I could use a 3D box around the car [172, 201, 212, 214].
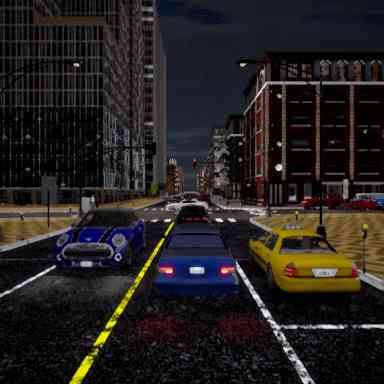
[{"bbox_3d":[0.081,1.503,18.622,1.837,1.490,4.892,0,0,0],"label":"car"}]

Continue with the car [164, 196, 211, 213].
[{"bbox_3d":[-0.594,1.509,36.301,4.674,1.442,1.812,-1,0,-1],"label":"car"}]

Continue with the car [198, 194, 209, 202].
[{"bbox_3d":[2.553,1.312,74.565,2.192,1.841,5.009,0,0,0],"label":"car"}]

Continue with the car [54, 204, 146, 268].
[{"bbox_3d":[-2.838,1.350,11.217,2.097,1.767,4.553,0,0,0],"label":"car"}]

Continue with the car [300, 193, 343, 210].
[{"bbox_3d":[15.308,1.090,38.925,5.009,1.841,2.192,-1,1,-1],"label":"car"}]

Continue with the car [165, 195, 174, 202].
[{"bbox_3d":[-5.328,1.542,80.157,1.887,1.381,4.507,0,0,0],"label":"car"}]

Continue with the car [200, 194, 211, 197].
[{"bbox_3d":[2.555,1.311,63.379,2.192,1.841,5.009,0,0,0],"label":"car"}]

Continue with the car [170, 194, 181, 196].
[{"bbox_3d":[-2.851,1.488,51.221,2.128,1.511,4.902,0,0,0],"label":"car"}]

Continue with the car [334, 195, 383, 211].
[{"bbox_3d":[18.421,1.306,36.505,4.181,1.385,1.994,-1,0,-1],"label":"car"}]

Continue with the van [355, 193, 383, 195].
[{"bbox_3d":[20.964,1.046,38.986,3.998,1.788,1.690,-1,1,-1],"label":"van"}]

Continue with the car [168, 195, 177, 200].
[{"bbox_3d":[-5.329,1.548,91.343,2.008,1.369,4.403,0,0,0],"label":"car"}]

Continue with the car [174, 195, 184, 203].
[{"bbox_3d":[-2.760,1.474,71.334,1.882,1.535,5.008,0,0,0],"label":"car"}]

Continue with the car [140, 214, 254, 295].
[{"bbox_3d":[0.096,1.546,8.881,2.033,1.411,5.357,0,0,0],"label":"car"}]

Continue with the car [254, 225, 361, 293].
[{"bbox_3d":[2.563,1.524,8.732,1.752,1.417,4.829,0,0,0],"label":"car"}]

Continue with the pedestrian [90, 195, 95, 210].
[{"bbox_3d":[-12.354,1.266,41.567,0.375,1.860,0.375,0,1,-1],"label":"pedestrian"}]

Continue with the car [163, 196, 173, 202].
[{"bbox_3d":[-5.327,1.547,74.564,2.008,1.369,4.403,0,0,0],"label":"car"}]

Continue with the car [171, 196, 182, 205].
[{"bbox_3d":[-2.826,1.522,60.848,1.812,1.442,4.674,0,0,0],"label":"car"}]
